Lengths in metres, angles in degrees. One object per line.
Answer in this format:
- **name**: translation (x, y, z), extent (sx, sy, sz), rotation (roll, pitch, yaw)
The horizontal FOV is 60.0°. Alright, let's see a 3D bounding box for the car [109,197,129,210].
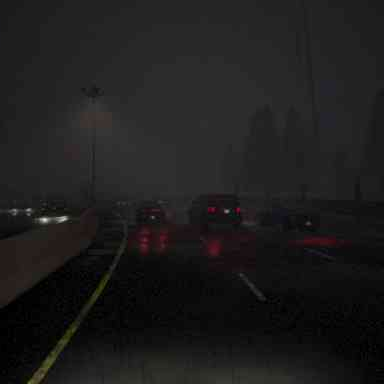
- **car**: translation (-8.753, 1.340, 40.310), extent (2.033, 1.411, 5.357), rotation (0, 0, -23)

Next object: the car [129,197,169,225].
- **car**: translation (-3.043, 1.367, 23.371), extent (2.128, 1.511, 4.902), rotation (0, 1, -14)

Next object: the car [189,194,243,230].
- **car**: translation (1.304, 1.103, 20.180), extent (2.150, 2.045, 5.566), rotation (0, 0, -11)

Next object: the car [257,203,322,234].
- **car**: translation (5.177, 1.359, 18.447), extent (1.882, 1.535, 5.008), rotation (0, 0, -10)
